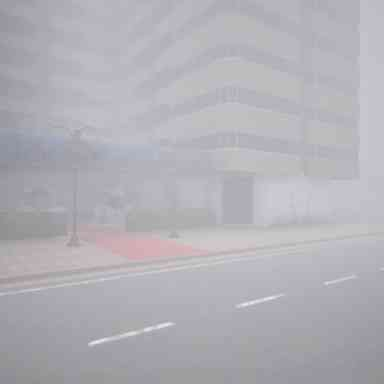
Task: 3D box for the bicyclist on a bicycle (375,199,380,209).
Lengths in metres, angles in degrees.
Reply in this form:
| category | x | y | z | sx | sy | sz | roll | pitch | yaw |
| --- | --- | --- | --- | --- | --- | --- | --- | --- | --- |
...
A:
| category | x | y | z | sx | sy | sz | roll | pitch | yaw |
| --- | --- | --- | --- | --- | --- | --- | --- | --- | --- |
| bicyclist on a bicycle | 29.794 | 1.904 | 53.264 | 1.656 | 1.620 | 0.582 | 0 | 0 | -36 |
